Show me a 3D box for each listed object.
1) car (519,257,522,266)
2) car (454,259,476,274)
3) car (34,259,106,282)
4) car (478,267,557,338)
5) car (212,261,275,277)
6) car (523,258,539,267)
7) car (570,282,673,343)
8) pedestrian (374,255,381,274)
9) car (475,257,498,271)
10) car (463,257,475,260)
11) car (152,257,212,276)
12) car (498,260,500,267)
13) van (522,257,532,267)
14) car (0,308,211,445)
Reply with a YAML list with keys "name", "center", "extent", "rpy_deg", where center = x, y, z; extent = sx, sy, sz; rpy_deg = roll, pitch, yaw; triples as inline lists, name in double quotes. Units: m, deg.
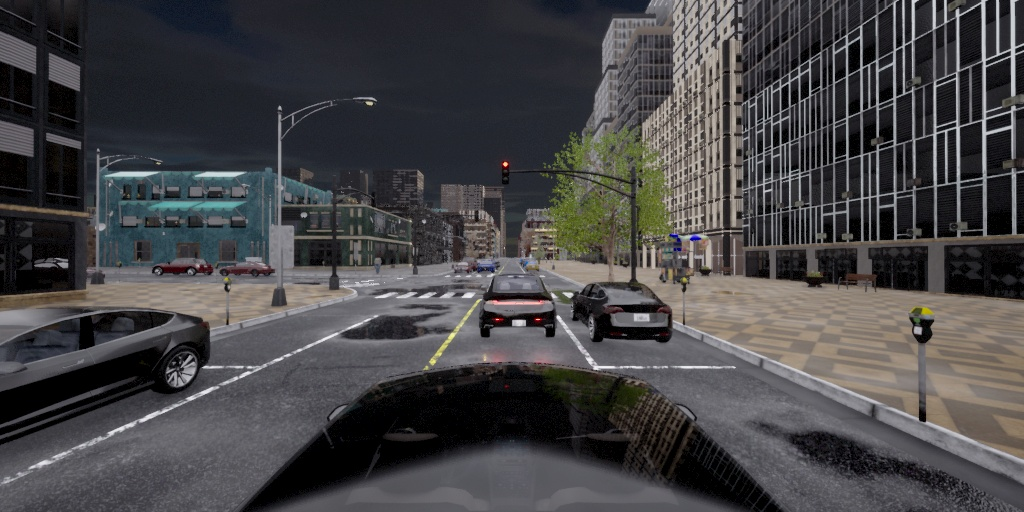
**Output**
- name: "car"
  center: [2.717, 1.308, 64.218]
  extent: [2.007, 1.370, 4.403]
  rpy_deg: [0, 0, 0]
- name: "car"
  center: [-5.673, 1.336, 42.015]
  extent: [1.802, 1.307, 4.207]
  rpy_deg: [0, 0, 0]
- name: "car"
  center: [-28.242, 0.981, 22.481]
  extent: [4.207, 1.307, 1.802]
  rpy_deg: [0, 0, -1]
- name: "car"
  center: [0.114, 1.242, 10.207]
  extent: [2.128, 1.511, 4.902]
  rpy_deg: [0, 0, -1]
- name: "car"
  center: [-22.809, 1.091, 30.936]
  extent: [4.207, 1.307, 1.802]
  rpy_deg: [0, 0, -1]
- name: "car"
  center: [2.710, 1.280, 47.735]
  extent: [1.751, 1.417, 4.829]
  rpy_deg: [0, 0, 0]
- name: "car"
  center: [2.694, 1.316, 9.536]
  extent: [1.948, 1.339, 4.313]
  rpy_deg: [0, 0, 0]
- name: "pedestrian"
  center: [-12.736, 0.790, 34.023]
  extent: [0.375, 1.860, 0.375]
  rpy_deg: [0, -1, -1]
- name: "car"
  center: [-3.083, 1.232, 43.687]
  extent: [1.882, 1.535, 5.008]
  rpy_deg: [0, 0, 0]
- name: "car"
  center: [-5.670, 1.069, 47.566]
  extent: [2.192, 1.841, 5.009]
  rpy_deg: [0, 0, 0]
- name: "car"
  center: [-28.357, 0.880, 30.860]
  extent: [4.097, 1.591, 1.967]
  rpy_deg: [0, 0, -1]
- name: "car"
  center: [-3.057, 1.320, 53.538]
  extent: [1.994, 1.385, 4.181]
  rpy_deg: [0, 0, 1]
- name: "van"
  center: [2.713, 1.096, 53.116]
  extent: [1.690, 1.789, 3.998]
  rpy_deg: [0, 0, 0]
- name: "car"
  center: [-5.689, 1.316, 4.000]
  extent: [1.948, 1.339, 4.313]
  rpy_deg: [0, 0, 0]
